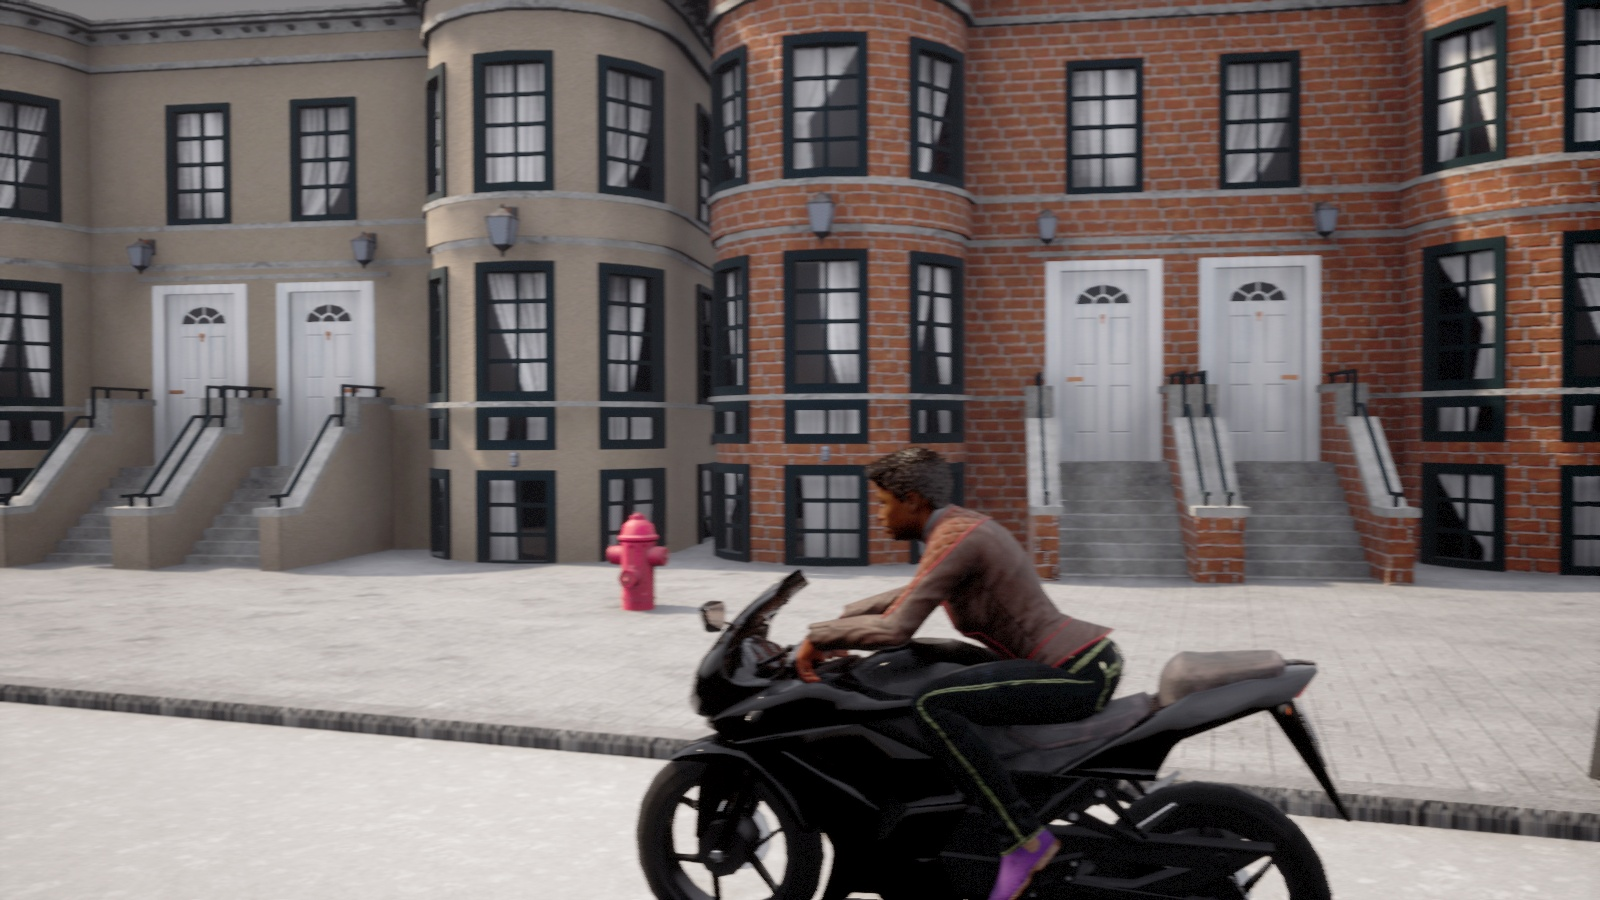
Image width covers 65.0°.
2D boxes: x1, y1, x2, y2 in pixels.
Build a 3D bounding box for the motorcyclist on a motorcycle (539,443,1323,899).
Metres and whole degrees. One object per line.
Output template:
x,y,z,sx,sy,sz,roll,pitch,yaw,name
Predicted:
0.357,0.752,3.601,2.044,1.523,0.797,1,1,19,motorcyclist on a motorcycle
